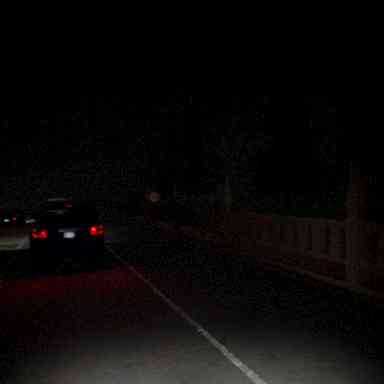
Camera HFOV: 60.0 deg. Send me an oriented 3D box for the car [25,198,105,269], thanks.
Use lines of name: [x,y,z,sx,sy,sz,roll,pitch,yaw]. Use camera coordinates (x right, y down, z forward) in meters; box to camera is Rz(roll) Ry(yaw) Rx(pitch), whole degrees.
car: [-4.544,1.343,12.054,2.150,2.045,5.566,-1,0,-22]

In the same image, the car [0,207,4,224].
car: [-7.740,1.392,10.623,2.150,2.045,5.566,-1,0,-22]

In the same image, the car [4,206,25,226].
car: [-14.164,1.857,26.074,1.812,1.442,4.674,-1,0,-22]

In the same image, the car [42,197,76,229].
car: [-10.266,1.487,25.749,2.150,2.045,5.566,-1,0,-22]
